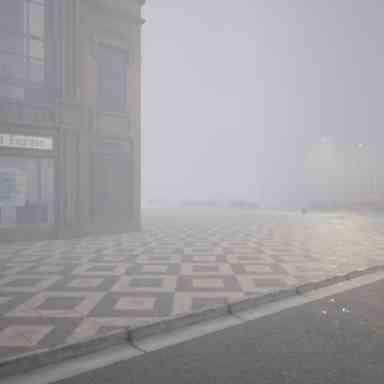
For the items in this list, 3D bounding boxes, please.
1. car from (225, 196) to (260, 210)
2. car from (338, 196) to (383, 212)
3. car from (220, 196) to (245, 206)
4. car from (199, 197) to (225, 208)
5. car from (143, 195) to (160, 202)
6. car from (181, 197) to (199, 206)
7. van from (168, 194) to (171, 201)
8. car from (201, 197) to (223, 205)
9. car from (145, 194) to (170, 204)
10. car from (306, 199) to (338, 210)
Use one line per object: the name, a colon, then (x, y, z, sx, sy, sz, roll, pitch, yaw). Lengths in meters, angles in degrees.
car: (6.766, 1.566, 43.039, 1.887, 1.381, 4.507, 0, 0, -36)
car: (20.324, 1.346, 38.956, 2.192, 1.841, 5.009, 0, 0, -36)
car: (6.995, 1.458, 57.156, 1.967, 1.590, 4.097, 0, 0, -36)
car: (3.434, 1.600, 47.589, 1.802, 1.307, 4.206, 0, 0, -36)
car: (-9.769, 1.507, 80.047, 1.752, 1.417, 4.829, 0, 0, -36)
car: (0.102, 1.455, 52.139, 1.967, 1.590, 4.097, 0, 0, -36)
van: (-6.335, 1.335, 75.357, 1.690, 1.788, 3.998, 0, 0, -36)
car: (3.661, 1.596, 61.707, 1.802, 1.307, 4.206, 0, 0, -36)
car: (-6.563, 1.557, 61.238, 2.008, 1.369, 4.403, 0, 0, -36)
car: (16.992, 1.593, 43.507, 1.947, 1.339, 4.313, 0, 0, -36)
